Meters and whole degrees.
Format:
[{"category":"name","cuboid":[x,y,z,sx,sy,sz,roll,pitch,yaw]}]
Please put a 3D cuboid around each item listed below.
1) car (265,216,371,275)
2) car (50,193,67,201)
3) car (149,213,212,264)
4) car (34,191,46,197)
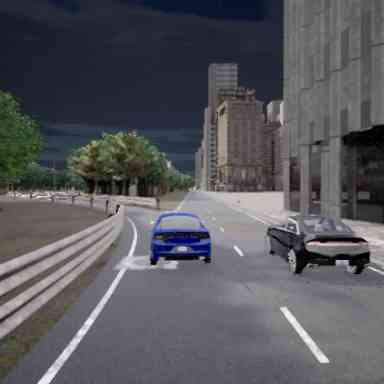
[{"category":"car","cuboid":[3.614,1.484,10.405,2.128,1.511,4.902,0,0,0]},{"category":"car","cuboid":[-26.813,1.003,66.522,4.892,1.490,1.837,1,1,44]},{"category":"car","cuboid":[-0.500,1.471,11.949,1.882,1.535,5.008,0,0,-5]},{"category":"car","cuboid":[-33.900,0.565,73.873,2.097,1.767,4.553,0,1,-39]}]
